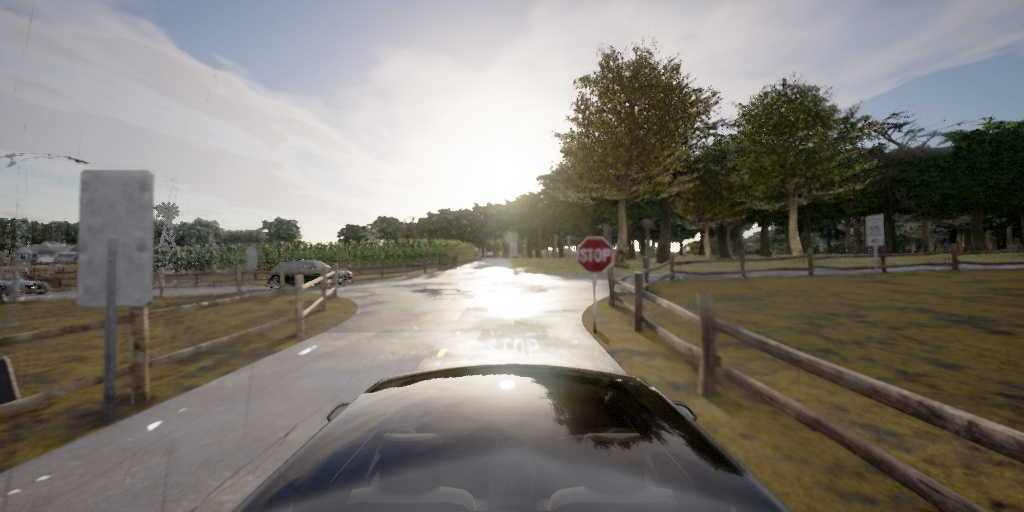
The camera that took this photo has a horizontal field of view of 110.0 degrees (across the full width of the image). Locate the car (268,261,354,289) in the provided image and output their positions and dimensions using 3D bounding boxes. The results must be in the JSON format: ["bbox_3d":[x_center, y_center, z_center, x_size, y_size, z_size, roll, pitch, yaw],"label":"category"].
[{"bbox_3d":[-12.225,1.053,22.040,4.553,1.767,2.097,-2,-1,0],"label":"car"}]

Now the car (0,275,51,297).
[{"bbox_3d":[-31.304,1.838,21.999,4.181,1.385,1.994,-2,-1,0],"label":"car"}]
